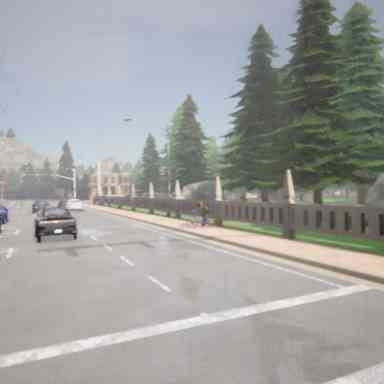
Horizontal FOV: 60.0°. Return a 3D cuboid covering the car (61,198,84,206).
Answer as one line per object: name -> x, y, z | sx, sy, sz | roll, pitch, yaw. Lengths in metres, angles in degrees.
car -> -13.999, 1.575, 39.457 | 1.812, 1.442, 4.674 | -1, 0, -26

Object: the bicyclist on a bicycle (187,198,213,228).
bicyclist on a bicycle -> 0.456, 1.181, 18.370 | 1.656, 1.620, 0.582 | -2, 1, -26

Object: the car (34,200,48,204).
car -> -17.268, 1.679, 38.180 | 2.033, 1.411, 5.357 | -1, 0, -26

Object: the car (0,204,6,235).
car -> -10.898, 1.368, 16.608 | 2.150, 2.045, 5.566 | -1, 0, -26

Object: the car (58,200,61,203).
car -> -18.186, 1.627, 48.086 | 2.033, 1.411, 5.357 | -1, 0, -26

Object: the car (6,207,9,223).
car -> -15.275, 1.656, 25.645 | 1.882, 1.535, 5.008 | -1, 0, -26

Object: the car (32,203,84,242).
car -> -7.035, 1.548, 17.076 | 2.128, 1.511, 4.902 | -1, 0, -26
